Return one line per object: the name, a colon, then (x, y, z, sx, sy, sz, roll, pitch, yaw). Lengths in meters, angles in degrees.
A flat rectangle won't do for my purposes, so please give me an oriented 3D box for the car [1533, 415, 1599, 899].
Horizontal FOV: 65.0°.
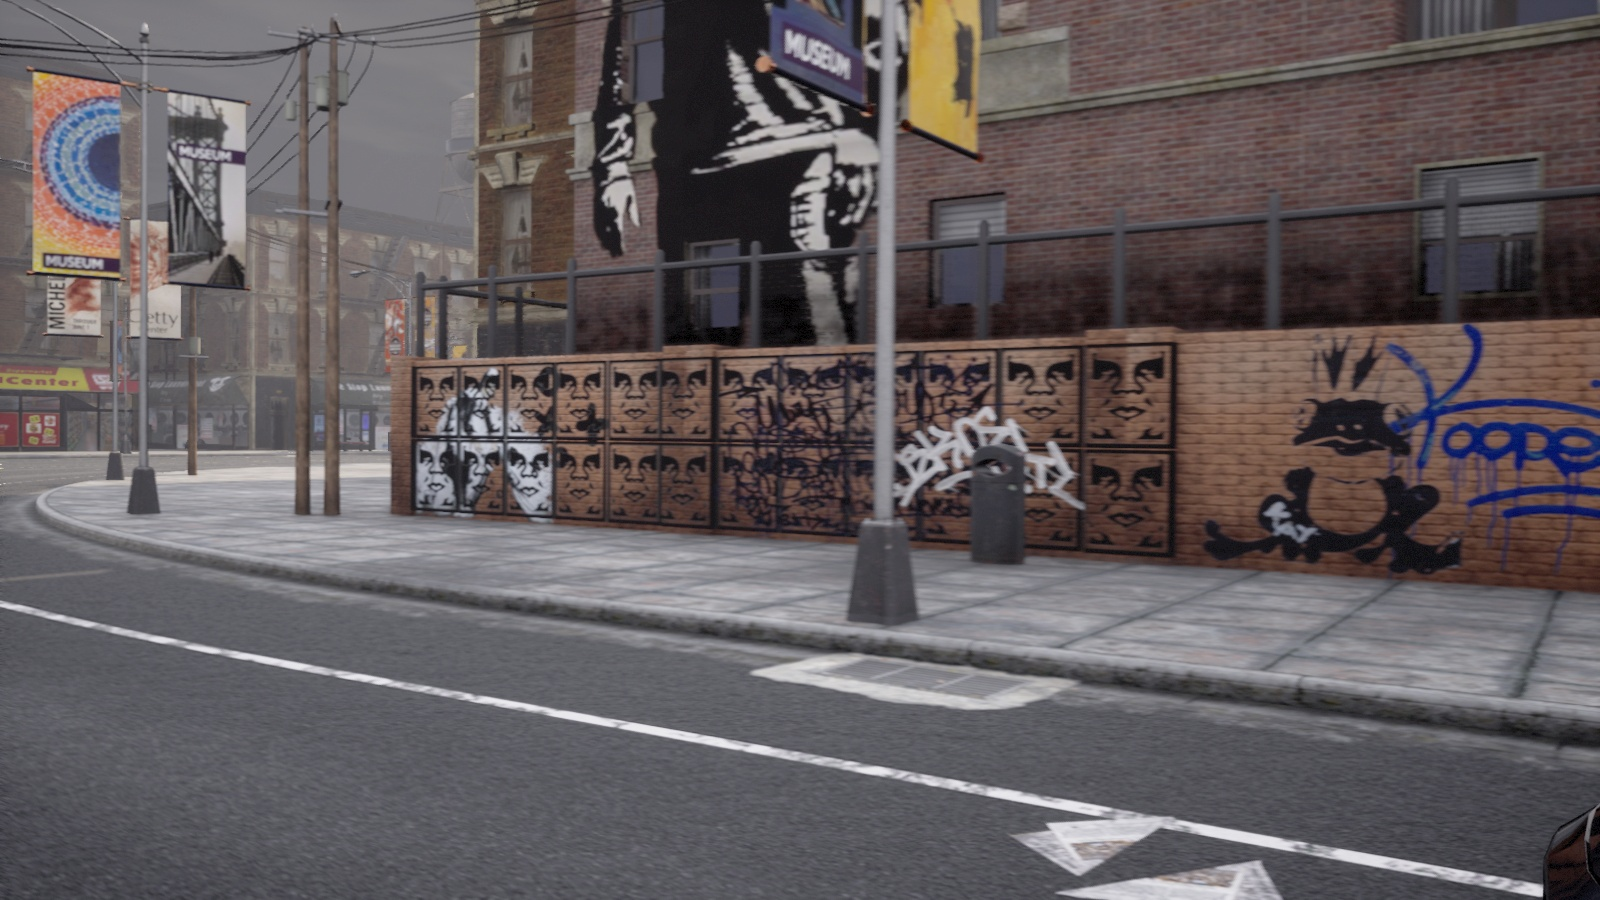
car: (3.541, 0.682, 1.229, 4.792, 1.488, 2.163, 0, 1, 33)
